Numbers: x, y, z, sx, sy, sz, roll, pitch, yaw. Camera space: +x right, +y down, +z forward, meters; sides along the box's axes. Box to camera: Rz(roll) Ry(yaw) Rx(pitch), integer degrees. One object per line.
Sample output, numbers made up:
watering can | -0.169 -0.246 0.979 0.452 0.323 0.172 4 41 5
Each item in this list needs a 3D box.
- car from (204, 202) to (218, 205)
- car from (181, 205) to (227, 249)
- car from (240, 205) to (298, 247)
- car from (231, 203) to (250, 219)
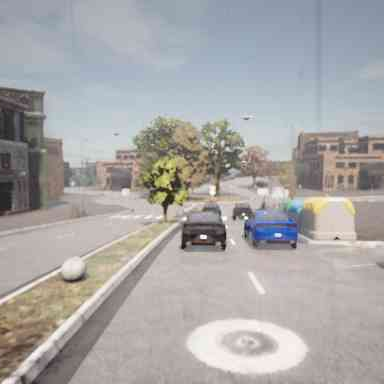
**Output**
car | 1.920 1.799 32.757 1.837 1.490 4.892 0 -1 6
car | 0.564 1.597 15.295 1.882 1.535 5.008 0 0 3
car | 3.593 1.616 15.819 1.882 1.535 5.008 0 -1 3
car | 4.910 1.821 32.526 1.837 1.490 4.892 0 -1 6
